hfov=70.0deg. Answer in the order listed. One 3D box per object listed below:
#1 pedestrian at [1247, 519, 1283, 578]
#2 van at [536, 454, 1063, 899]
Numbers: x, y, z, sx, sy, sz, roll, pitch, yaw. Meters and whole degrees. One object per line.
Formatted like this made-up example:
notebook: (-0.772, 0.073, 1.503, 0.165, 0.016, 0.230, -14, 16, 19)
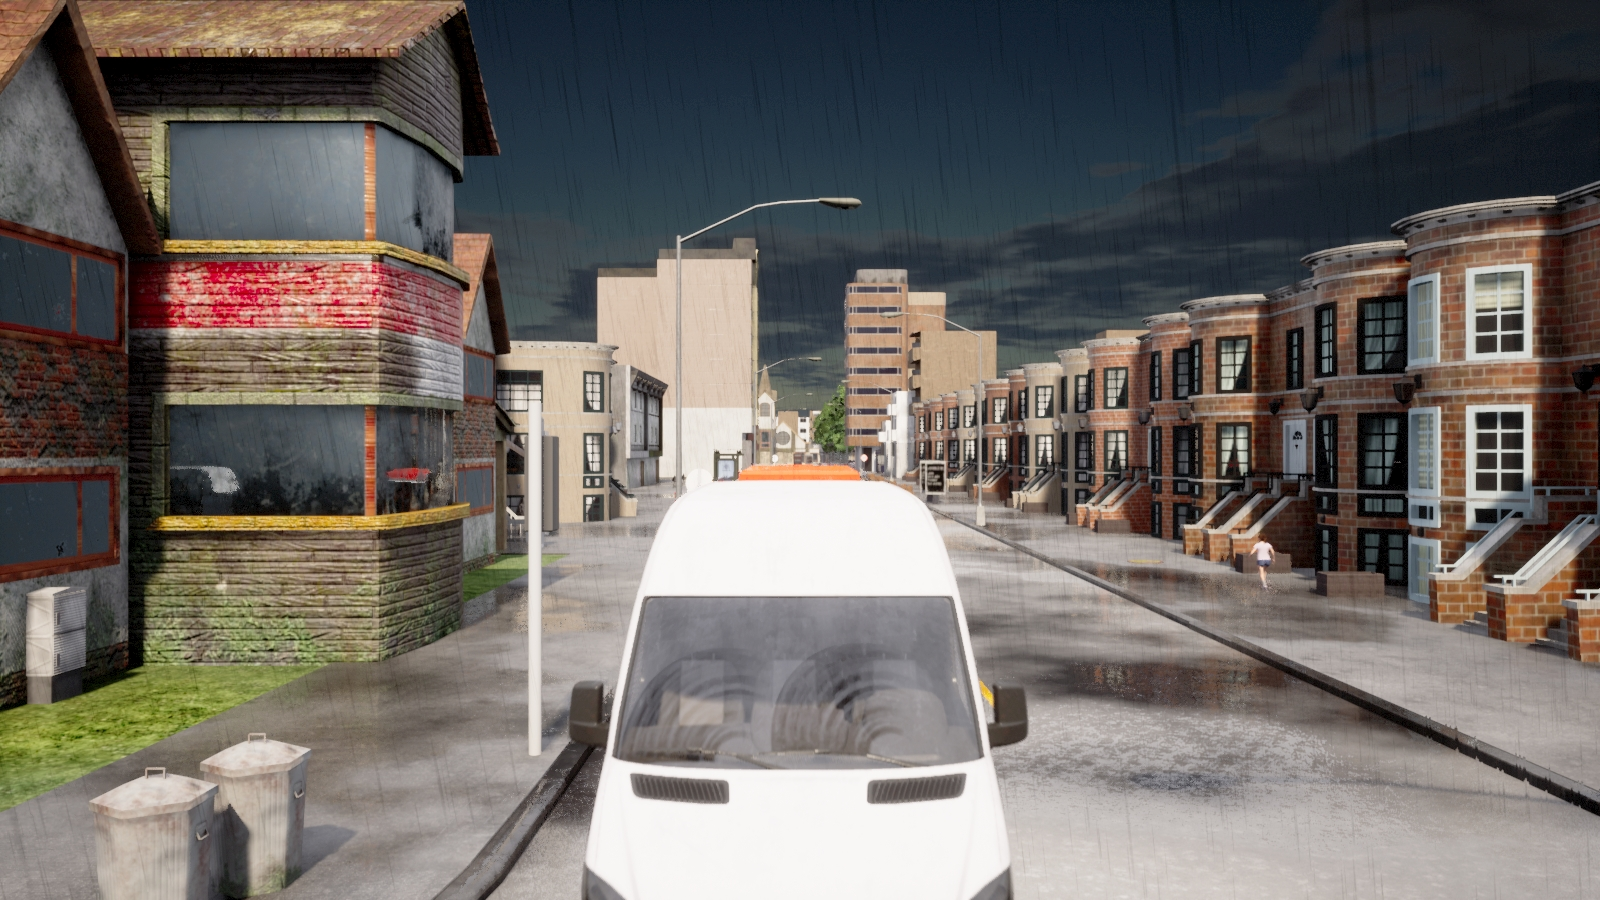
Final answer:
pedestrian: (9.030, 1.904, 22.193, 0.500, 1.100, 0.500, 0, 0, 3)
van: (-0.002, 1.314, 7.274, 1.988, 2.561, 5.915, 0, 0, 0)
